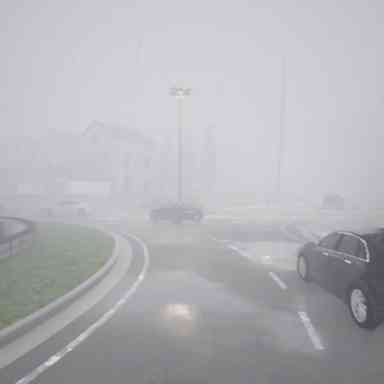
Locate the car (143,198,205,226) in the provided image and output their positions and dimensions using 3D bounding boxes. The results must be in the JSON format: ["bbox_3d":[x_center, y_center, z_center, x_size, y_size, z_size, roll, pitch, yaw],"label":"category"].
[{"bbox_3d":[-1.182,1.464,23.663,2.128,1.511,4.902,0,0,-38],"label":"car"}]

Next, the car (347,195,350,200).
[{"bbox_3d":[31.277,1.286,70.361,2.150,2.045,5.566,0,0,35],"label":"car"}]

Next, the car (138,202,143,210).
[{"bbox_3d":[-4.431,1.435,41.102,4.902,1.511,2.128,0,0,-45],"label":"car"}]

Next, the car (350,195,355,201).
[{"bbox_3d":[36.995,1.442,78.532,1.812,1.442,4.674,0,0,35],"label":"car"}]

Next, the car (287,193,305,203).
[{"bbox_3d":[23.234,1.546,72.824,2.128,1.511,4.902,0,0,35],"label":"car"}]

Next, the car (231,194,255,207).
[{"bbox_3d":[7.728,1.464,50.779,1.882,1.535,5.008,0,0,35],"label":"car"}]

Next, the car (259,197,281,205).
[{"bbox_3d":[14.541,1.607,60.466,1.895,1.301,4.718,0,0,36],"label":"car"}]

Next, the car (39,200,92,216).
[{"bbox_3d":[-11.803,1.447,31.195,4.674,1.442,1.812,0,0,-28],"label":"car"}]

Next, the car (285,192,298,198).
[{"bbox_3d":[24.139,0.870,80.215,2.150,2.045,5.566,0,0,35],"label":"car"}]

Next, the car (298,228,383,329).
[{"bbox_3d":[3.684,1.508,6.918,1.837,1.490,4.892,0,-1,1],"label":"car"}]

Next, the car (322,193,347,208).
[{"bbox_3d":[20.920,1.265,49.283,2.150,2.045,5.566,0,0,35],"label":"car"}]

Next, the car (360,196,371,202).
[{"bbox_3d":[40.080,1.653,76.837,1.994,1.385,4.181,0,0,35],"label":"car"}]

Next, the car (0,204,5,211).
[{"bbox_3d":[-21.142,1.428,32.095,5.357,1.411,2.033,0,0,-7],"label":"car"}]

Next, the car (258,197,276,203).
[{"bbox_3d":[15.304,1.599,67.599,1.895,1.301,4.718,0,0,35],"label":"car"}]

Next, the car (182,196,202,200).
[{"bbox_3d":[-0.457,1.313,40.283,2.097,1.767,4.553,0,0,42],"label":"car"}]
